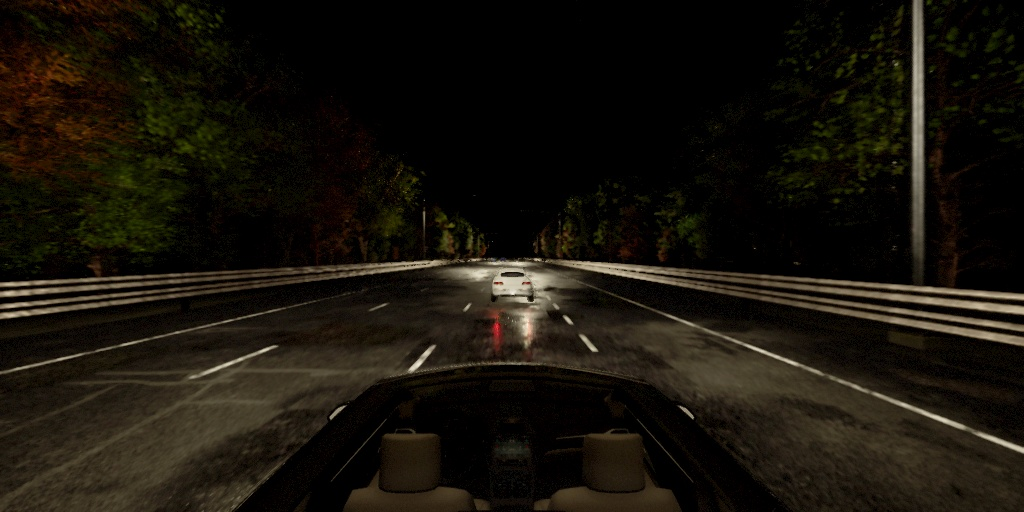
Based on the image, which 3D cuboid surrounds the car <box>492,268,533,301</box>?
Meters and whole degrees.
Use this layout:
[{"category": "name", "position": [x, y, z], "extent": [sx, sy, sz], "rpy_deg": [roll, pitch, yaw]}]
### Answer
[{"category": "car", "position": [0.019, 1.309, 17.298], "extent": [1.812, 1.442, 4.674], "rpy_deg": [0, 0, 0]}]
